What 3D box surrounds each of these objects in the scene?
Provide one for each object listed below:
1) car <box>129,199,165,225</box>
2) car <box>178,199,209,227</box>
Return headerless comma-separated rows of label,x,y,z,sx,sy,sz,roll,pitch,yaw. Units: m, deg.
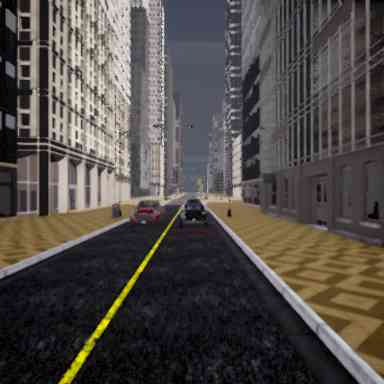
car,-3.085,1.338,23.528,2.097,1.767,4.553,0,0,0
car,0.111,1.478,22.530,2.128,1.511,4.902,0,0,0
